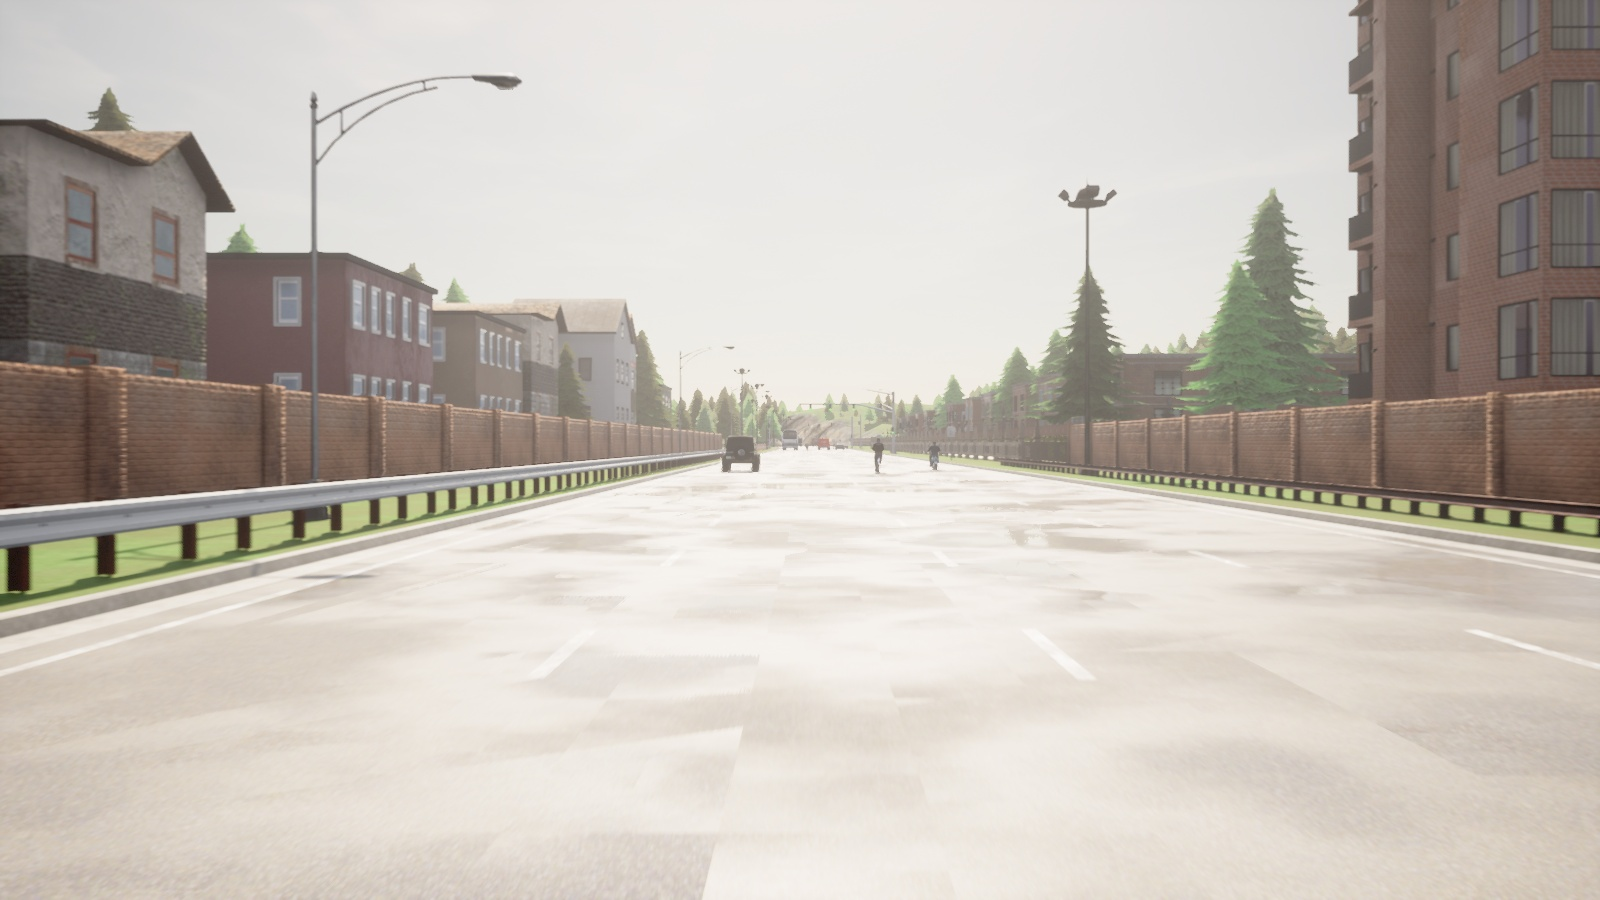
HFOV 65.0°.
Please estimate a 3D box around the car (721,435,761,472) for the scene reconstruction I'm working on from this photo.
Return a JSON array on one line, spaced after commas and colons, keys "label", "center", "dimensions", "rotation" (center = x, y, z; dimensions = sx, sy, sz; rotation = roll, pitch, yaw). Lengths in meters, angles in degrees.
[{"label": "car", "center": [-3.106, 0.166, 66.646], "dimensions": [1.905, 1.878, 3.866], "rotation": [0, 0, 0]}]
